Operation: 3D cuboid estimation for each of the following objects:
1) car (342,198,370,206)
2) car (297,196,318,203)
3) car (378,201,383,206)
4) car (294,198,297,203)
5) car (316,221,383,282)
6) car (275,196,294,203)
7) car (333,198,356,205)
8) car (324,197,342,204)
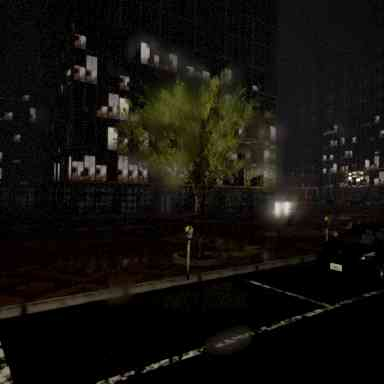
[{"bbox_3d":[29.613,1.764,59.282,2.008,1.369,4.403,1,-1,-20],"label":"car"},{"bbox_3d":[29.300,1.821,83.021,2.192,1.841,5.009,1,-1,-20],"label":"car"},{"bbox_3d":[36.946,1.890,62.170,1.752,1.417,4.829,1,-1,-20],"label":"car"},{"bbox_3d":[27.369,2.123,88.270,1.802,1.307,4.206,1,-1,-20],"label":"car"},{"bbox_3d":[5.544,1.574,9.810,4.313,1.339,1.947,0,1,-34],"label":"car"},{"bbox_3d":[21.910,1.795,80.283,1.967,1.590,4.097,1,-1,-20],"label":"car"},{"bbox_3d":[33.151,1.985,72.514,2.008,1.369,4.403,1,-1,-20],"label":"car"},{"bbox_3d":[27.688,1.689,64.534,1.967,1.590,4.097,1,-1,-20],"label":"car"}]
